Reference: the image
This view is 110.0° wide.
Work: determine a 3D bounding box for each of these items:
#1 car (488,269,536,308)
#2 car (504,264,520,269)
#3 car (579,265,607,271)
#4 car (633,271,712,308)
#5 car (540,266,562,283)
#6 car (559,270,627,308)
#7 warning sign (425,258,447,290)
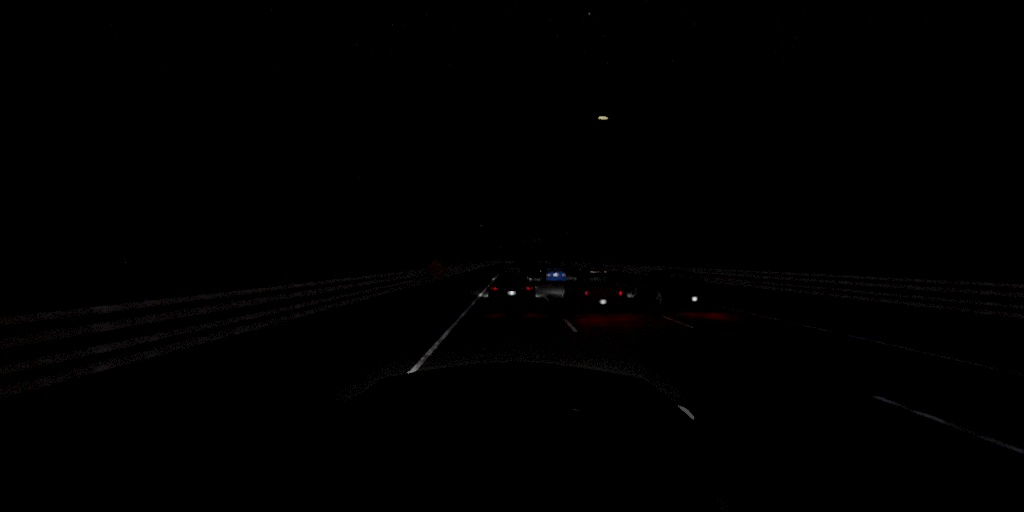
[{"bbox_3d":[-0.001,1.451,16.175,1.994,1.385,4.181,0,0,0],"label":"car"},{"bbox_3d":[-0.009,1.627,30.961,1.895,1.301,4.718,0,-1,0],"label":"car"},{"bbox_3d":[6.993,1.521,31.157,2.128,1.511,4.902,0,0,0],"label":"car"},{"bbox_3d":[6.998,1.393,16.152,1.837,1.490,4.892,0,0,0],"label":"car"},{"bbox_3d":[3.490,1.573,30.845,2.033,1.411,5.357,0,-1,0],"label":"car"},{"bbox_3d":[3.496,1.485,15.967,1.895,1.301,4.718,0,-1,0],"label":"car"},{"bbox_3d":[-4.557,1.052,21.504,1.300,1.860,1.060,0,0,0],"label":"warning sign"}]
